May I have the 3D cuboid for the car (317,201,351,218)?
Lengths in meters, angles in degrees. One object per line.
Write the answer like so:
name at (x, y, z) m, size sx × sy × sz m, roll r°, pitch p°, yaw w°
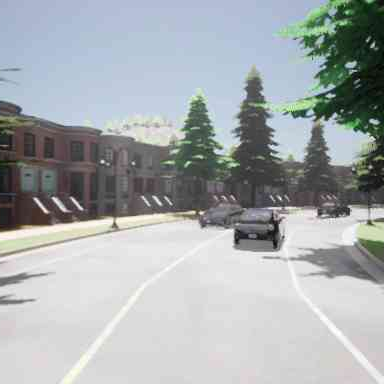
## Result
car at (13.505, 1.627, 31.609) m, size 1.812 × 1.442 × 4.674 m, roll 0°, pitch 0°, yaw 44°

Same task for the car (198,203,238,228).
car at (2.101, 1.517, 21.920) m, size 1.837 × 1.490 × 4.892 m, roll 0°, pitch 0°, yaw 28°

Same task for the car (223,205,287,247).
car at (3.184, 1.514, 15.260) m, size 2.128 × 1.511 × 4.902 m, roll 0°, pitch 0°, yaw 20°
